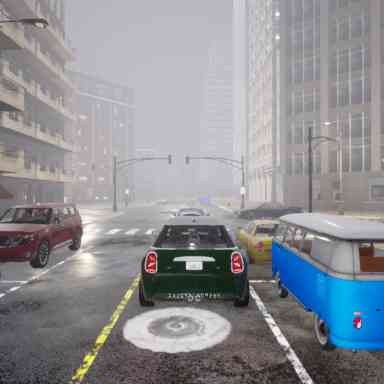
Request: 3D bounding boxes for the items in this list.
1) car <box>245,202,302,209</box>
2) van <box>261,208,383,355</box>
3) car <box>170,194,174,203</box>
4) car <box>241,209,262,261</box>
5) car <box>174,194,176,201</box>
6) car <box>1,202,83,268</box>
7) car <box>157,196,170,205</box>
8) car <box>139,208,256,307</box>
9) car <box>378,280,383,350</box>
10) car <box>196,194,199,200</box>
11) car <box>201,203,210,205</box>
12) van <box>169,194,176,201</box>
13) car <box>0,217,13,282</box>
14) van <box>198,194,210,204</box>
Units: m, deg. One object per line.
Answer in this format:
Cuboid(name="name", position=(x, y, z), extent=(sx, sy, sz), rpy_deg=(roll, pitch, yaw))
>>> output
Cuboid(name="car", position=(5.923, 1.490, 25.870), extent=(5.357, 1.411, 2.033), rpy_deg=(-1, 0, -7))
Cuboid(name="van", position=(2.561, 1.343, 5.927), extent=(1.690, 1.788, 3.998), rpy_deg=(0, 0, 0))
Cuboid(name="car", position=(-5.441, 1.561, 71.549), extent=(1.967, 1.590, 4.097), rpy_deg=(0, 0, 0))
Cuboid(name="car", position=(2.549, 1.531, 11.633), extent=(1.752, 1.417, 4.829), rpy_deg=(0, 0, 0))
Cuboid(name="car", position=(-5.452, 1.705, 77.101), extent=(1.947, 1.339, 4.313), rpy_deg=(0, 0, 0))
Cuboid(name="car", position=(-5.329, 1.320, 11.442), extent=(2.192, 1.841, 5.009), rpy_deg=(0, 0, 0))
Cuboid(name="car", position=(-5.420, 1.613, 60.273), extent=(1.752, 1.417, 4.829), rpy_deg=(0, 0, 0))
Cuboid(name="car", position=(0.049, 1.355, 8.147), extent=(2.097, 1.767, 4.553), rpy_deg=(0, 0, 0))
Cuboid(name="car", position=(2.569, 1.526, 0.563), extent=(1.752, 1.417, 4.829), rpy_deg=(0, 0, 0))
Cuboid(name="car", position=(2.419, 1.704, 82.667), extent=(1.887, 1.381, 4.507), rpy_deg=(0, 0, 0))
Cuboid(name="car", position=(-0.031, 1.536, 17.190), extent=(1.812, 1.442, 4.674), rpy_deg=(0, 0, 0))
Cuboid(name="van", position=(-5.481, 1.541, 93.757), extent=(1.690, 1.788, 3.998), rpy_deg=(0, 0, 0))
Cuboid(name="car", position=(-5.320, 1.442, 5.906), extent=(1.967, 1.590, 4.097), rpy_deg=(0, 0, 0))
Cuboid(name="van", position=(2.460, 1.429, 60.458), extent=(1.690, 1.788, 3.998), rpy_deg=(0, 0, 0))
